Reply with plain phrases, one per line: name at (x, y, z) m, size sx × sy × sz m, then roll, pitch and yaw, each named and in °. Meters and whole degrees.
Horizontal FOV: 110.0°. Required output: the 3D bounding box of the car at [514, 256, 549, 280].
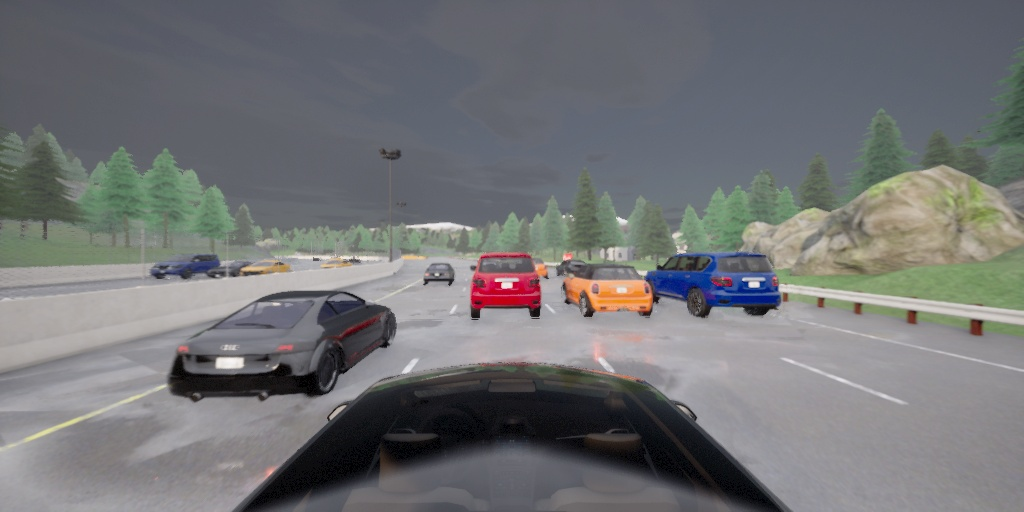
car at (1.510, 0.918, 29.573) m, size 2.097 × 1.767 × 4.553 m, roll 0°, pitch 0°, yaw -8°

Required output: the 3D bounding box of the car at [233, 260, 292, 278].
car at (-19.801, 1.086, 29.036) m, size 1.882 × 1.535 × 5.008 m, roll 0°, pitch 0°, yaw -8°

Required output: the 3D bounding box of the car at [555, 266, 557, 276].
car at (4.983, 1.062, 30.096) m, size 1.837 × 1.490 × 4.892 m, roll 0°, pitch 1°, yaw -8°

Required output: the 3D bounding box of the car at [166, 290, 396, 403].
car at (-3.582, 1.290, 6.499) m, size 1.994 × 1.385 × 4.181 m, roll 0°, pitch 0°, yaw -1°

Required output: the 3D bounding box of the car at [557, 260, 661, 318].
car at (3.155, 1.025, 12.798) m, size 2.097 × 1.767 × 4.553 m, roll 0°, pitch 0°, yaw -3°

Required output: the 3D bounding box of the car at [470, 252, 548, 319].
car at (-0.306, 0.900, 12.659) m, size 2.150 × 2.045 × 5.566 m, roll 0°, pitch 0°, yaw -4°

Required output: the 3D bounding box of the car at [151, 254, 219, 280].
car at (-26.945, 0.840, 29.987) m, size 2.150 × 2.045 × 5.566 m, roll 0°, pitch 0°, yaw -8°

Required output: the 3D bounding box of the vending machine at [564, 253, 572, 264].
vending machine at (7.220, 0.643, 46.256) m, size 1.100 × 2.100 × 0.880 m, roll 0°, pitch 0°, yaw -12°

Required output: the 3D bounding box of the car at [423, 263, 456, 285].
car at (-4.855, 1.160, 24.353) m, size 2.033 × 1.411 × 5.357 m, roll 0°, pitch 0°, yaw -6°

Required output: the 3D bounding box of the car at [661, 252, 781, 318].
car at (6.689, 0.887, 12.803) m, size 2.150 × 2.045 × 5.566 m, roll 0°, pitch 0°, yaw -3°

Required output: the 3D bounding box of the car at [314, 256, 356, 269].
car at (-17.226, 1.042, 35.152) m, size 1.882 × 1.535 × 5.008 m, roll 0°, pitch 0°, yaw -10°

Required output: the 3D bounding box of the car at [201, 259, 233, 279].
car at (-23.339, 1.152, 30.690) m, size 2.033 × 1.411 × 5.357 m, roll 0°, pitch 0°, yaw -6°
